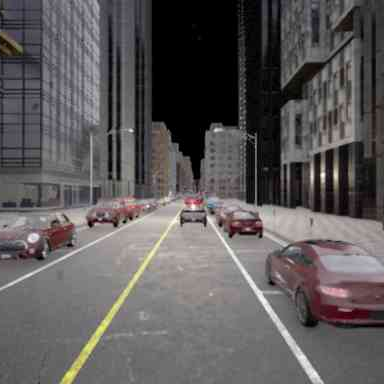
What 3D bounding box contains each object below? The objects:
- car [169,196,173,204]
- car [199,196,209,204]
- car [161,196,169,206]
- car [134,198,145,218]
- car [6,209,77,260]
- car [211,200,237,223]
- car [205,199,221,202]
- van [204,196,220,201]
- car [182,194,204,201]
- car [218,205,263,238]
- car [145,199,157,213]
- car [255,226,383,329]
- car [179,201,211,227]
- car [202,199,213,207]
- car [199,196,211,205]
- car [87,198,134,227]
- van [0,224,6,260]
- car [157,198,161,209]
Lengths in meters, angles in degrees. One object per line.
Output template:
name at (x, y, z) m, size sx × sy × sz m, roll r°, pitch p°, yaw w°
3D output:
car at (-5.858, 1.995, 74.329) m, size 1.752 × 1.417 × 4.829 m, roll 0°, pitch 0°, yaw 0°
car at (2.668, 1.786, 74.480) m, size 2.192 × 1.841 × 5.009 m, roll 0°, pitch 0°, yaw 0°
car at (-5.865, 1.909, 63.016) m, size 1.752 × 1.417 × 4.829 m, roll 0°, pitch -1°, yaw 1°
car at (-5.858, 1.471, 29.384) m, size 2.192 × 1.841 × 5.009 m, roll 0°, pitch 0°, yaw 0°
car at (-5.858, 1.506, 12.465) m, size 1.967 × 1.590 × 4.097 m, roll 0°, pitch 0°, yaw 0°
car at (2.668, 1.565, 23.730) m, size 1.967 × 1.590 × 4.097 m, roll 0°, pitch 0°, yaw 0°
car at (2.667, 1.753, 35.008) m, size 1.947 × 1.339 × 4.313 m, roll 0°, pitch 0°, yaw 0°
van at (2.667, 1.563, 40.648) m, size 1.690 × 1.788 × 3.998 m, roll 0°, pitch 0°, yaw 0°
car at (0.099, 1.475, 45.384) m, size 2.150 × 2.045 × 5.566 m, roll 0°, pitch 0°, yaw 0°
car at (2.667, 1.640, 18.091) m, size 1.887 × 1.381 × 4.507 m, roll 0°, pitch 0°, yaw 0°
car at (-5.858, 1.662, 40.663) m, size 1.967 × 1.590 × 4.097 m, roll 0°, pitch 0°, yaw 0°
car at (2.667, 1.618, 6.812) m, size 1.802 × 1.307 × 4.206 m, roll 0°, pitch 0°, yaw 0°
car at (0.101, 1.617, 24.021) m, size 2.128 × 1.511 × 4.902 m, roll 0°, pitch 0°, yaw 0°
car at (2.668, 1.870, 57.770) m, size 1.752 × 1.417 × 4.829 m, roll 0°, pitch -1°, yaw 1°
car at (2.668, 1.745, 68.840) m, size 2.192 × 1.841 × 5.009 m, roll 0°, pitch 0°, yaw 0°
car at (-5.858, 1.440, 23.745) m, size 2.192 × 1.841 × 5.009 m, roll 0°, pitch 0°, yaw 0°
van at (-5.859, 1.377, 6.826) m, size 1.690 × 1.788 × 3.998 m, roll 0°, pitch 0°, yaw 0°
car at (-5.858, 1.700, 46.301) m, size 1.967 × 1.590 × 4.097 m, roll 0°, pitch 0°, yaw 0°
